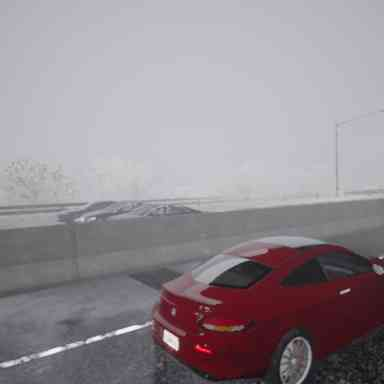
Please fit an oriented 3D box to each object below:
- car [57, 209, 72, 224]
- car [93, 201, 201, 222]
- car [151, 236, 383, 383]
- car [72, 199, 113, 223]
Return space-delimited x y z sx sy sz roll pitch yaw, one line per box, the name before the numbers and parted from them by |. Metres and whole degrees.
car | -5.928 1.273 21.222 5.008 1.535 1.882 -2 1 -35
car | -1.738 1.284 15.611 4.902 1.511 2.128 -2 1 -35
car | 1.643 1.412 5.032 4.674 1.442 1.812 -2 1 -35
car | -3.711 1.281 18.502 4.902 1.511 2.128 -2 1 -35
